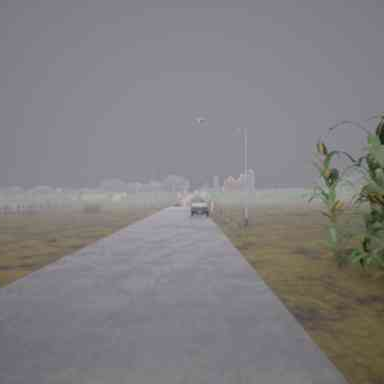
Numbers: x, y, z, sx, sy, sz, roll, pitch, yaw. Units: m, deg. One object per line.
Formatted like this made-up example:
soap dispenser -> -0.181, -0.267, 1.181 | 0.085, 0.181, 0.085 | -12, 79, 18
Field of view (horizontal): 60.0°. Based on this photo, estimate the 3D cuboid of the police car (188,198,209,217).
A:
police car -> 0.812, 1.801, 35.971 | 1.930, 1.638, 5.238 | 0, -1, 0

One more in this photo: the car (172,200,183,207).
car -> -2.799, 2.263, 64.571 | 1.994, 1.385, 4.181 | 0, -1, 1

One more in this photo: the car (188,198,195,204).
car -> -0.030, 2.345, 86.105 | 1.812, 1.442, 4.674 | 0, -1, 0
